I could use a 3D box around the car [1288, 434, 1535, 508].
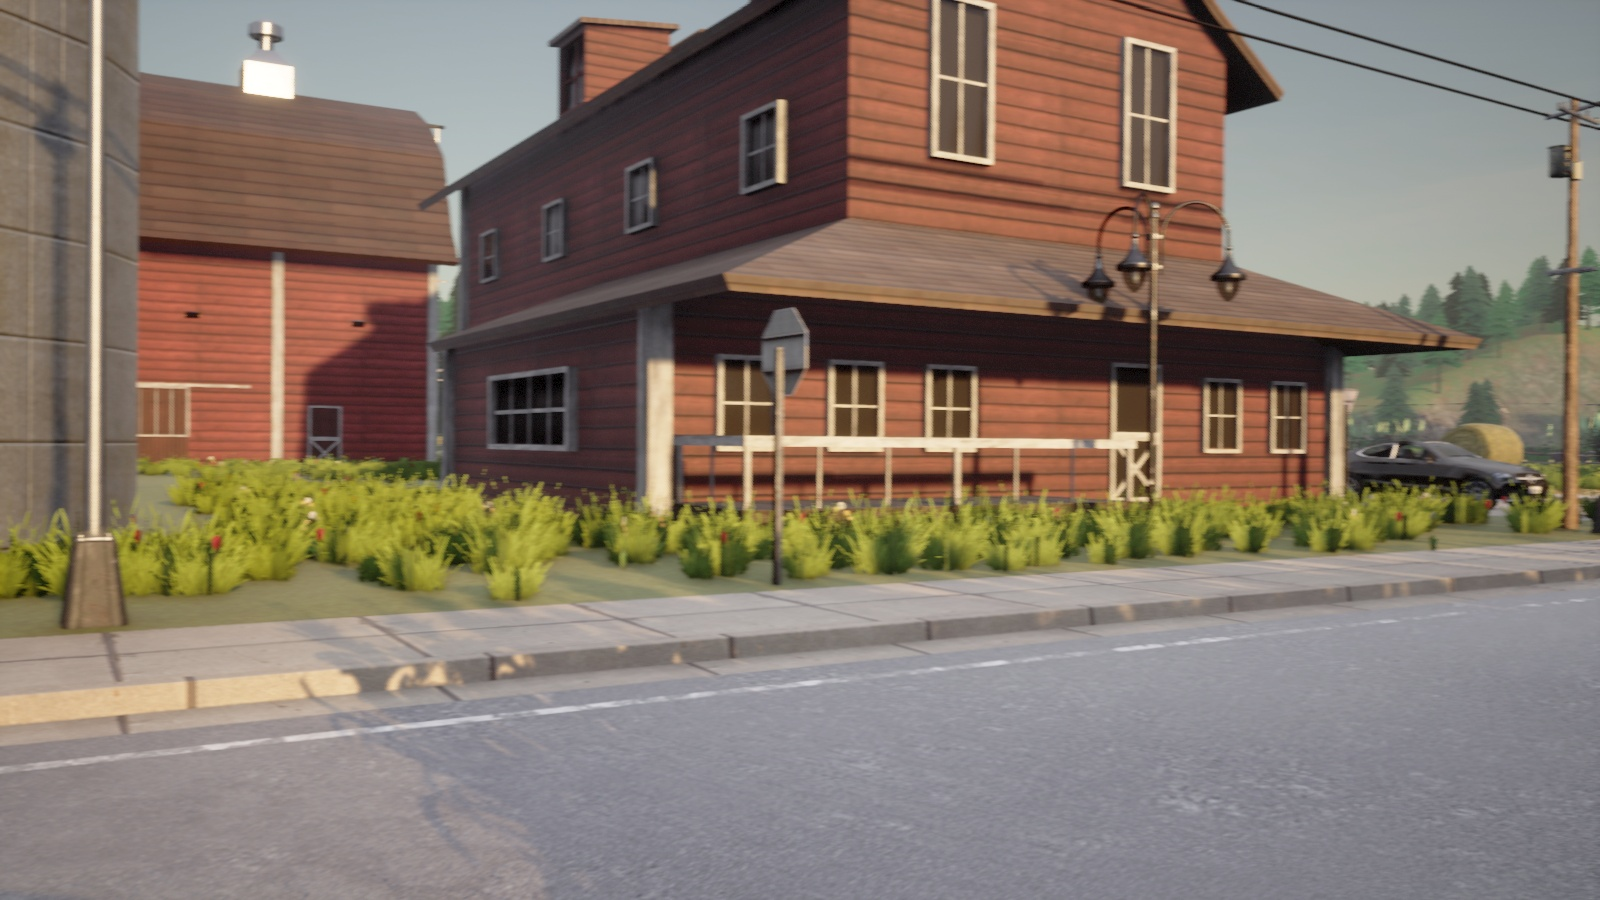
[{"bbox_3d":[14.780,0.446,30.673,2.152,1.651,5.027,0,0,-33],"label":"car"}]

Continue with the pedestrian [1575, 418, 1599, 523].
[{"bbox_3d":[14.921,0.378,23.413,0.395,1.930,0.692,0,0,-40],"label":"pedestrian"}]
